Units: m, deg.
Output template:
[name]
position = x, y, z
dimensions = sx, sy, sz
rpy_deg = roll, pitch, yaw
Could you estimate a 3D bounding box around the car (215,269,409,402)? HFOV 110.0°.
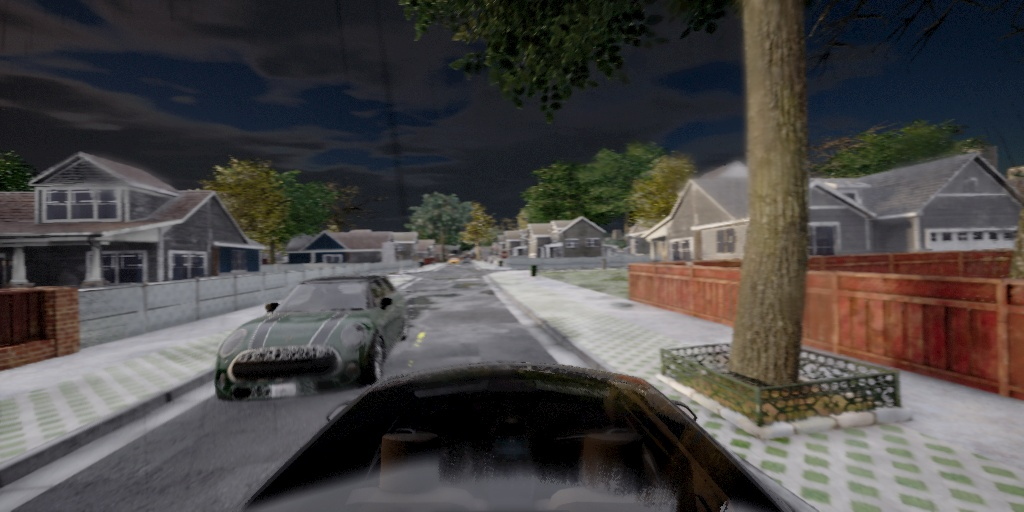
[car]
position = -3.342, 1.179, 6.934
dimensions = 2.097, 1.767, 4.553
rpy_deg = -2, 0, -8
